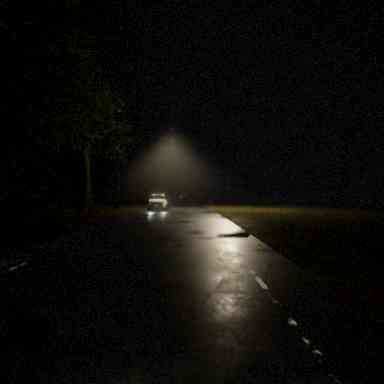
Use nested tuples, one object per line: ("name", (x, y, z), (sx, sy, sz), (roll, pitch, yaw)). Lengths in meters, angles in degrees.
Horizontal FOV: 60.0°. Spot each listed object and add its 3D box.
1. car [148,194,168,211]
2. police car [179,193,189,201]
("car", (-4.259, 1.273, 41.834), (2.150, 2.045, 5.566), (0, 0, -2))
("police car", (-1.838, 1.572, 88.986), (1.930, 1.638, 5.238), (0, 0, -4))
